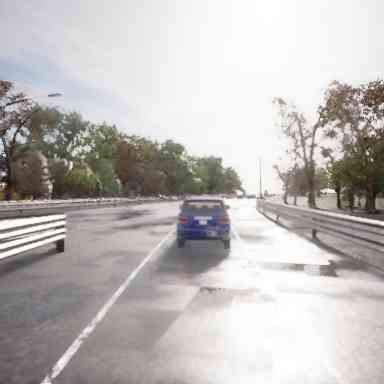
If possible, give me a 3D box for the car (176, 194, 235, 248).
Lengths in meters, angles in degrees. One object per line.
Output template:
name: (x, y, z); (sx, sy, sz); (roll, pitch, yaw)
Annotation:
car: (0.565, 1.215, 14.979); (2.150, 2.045, 5.566); (0, 0, 3)
